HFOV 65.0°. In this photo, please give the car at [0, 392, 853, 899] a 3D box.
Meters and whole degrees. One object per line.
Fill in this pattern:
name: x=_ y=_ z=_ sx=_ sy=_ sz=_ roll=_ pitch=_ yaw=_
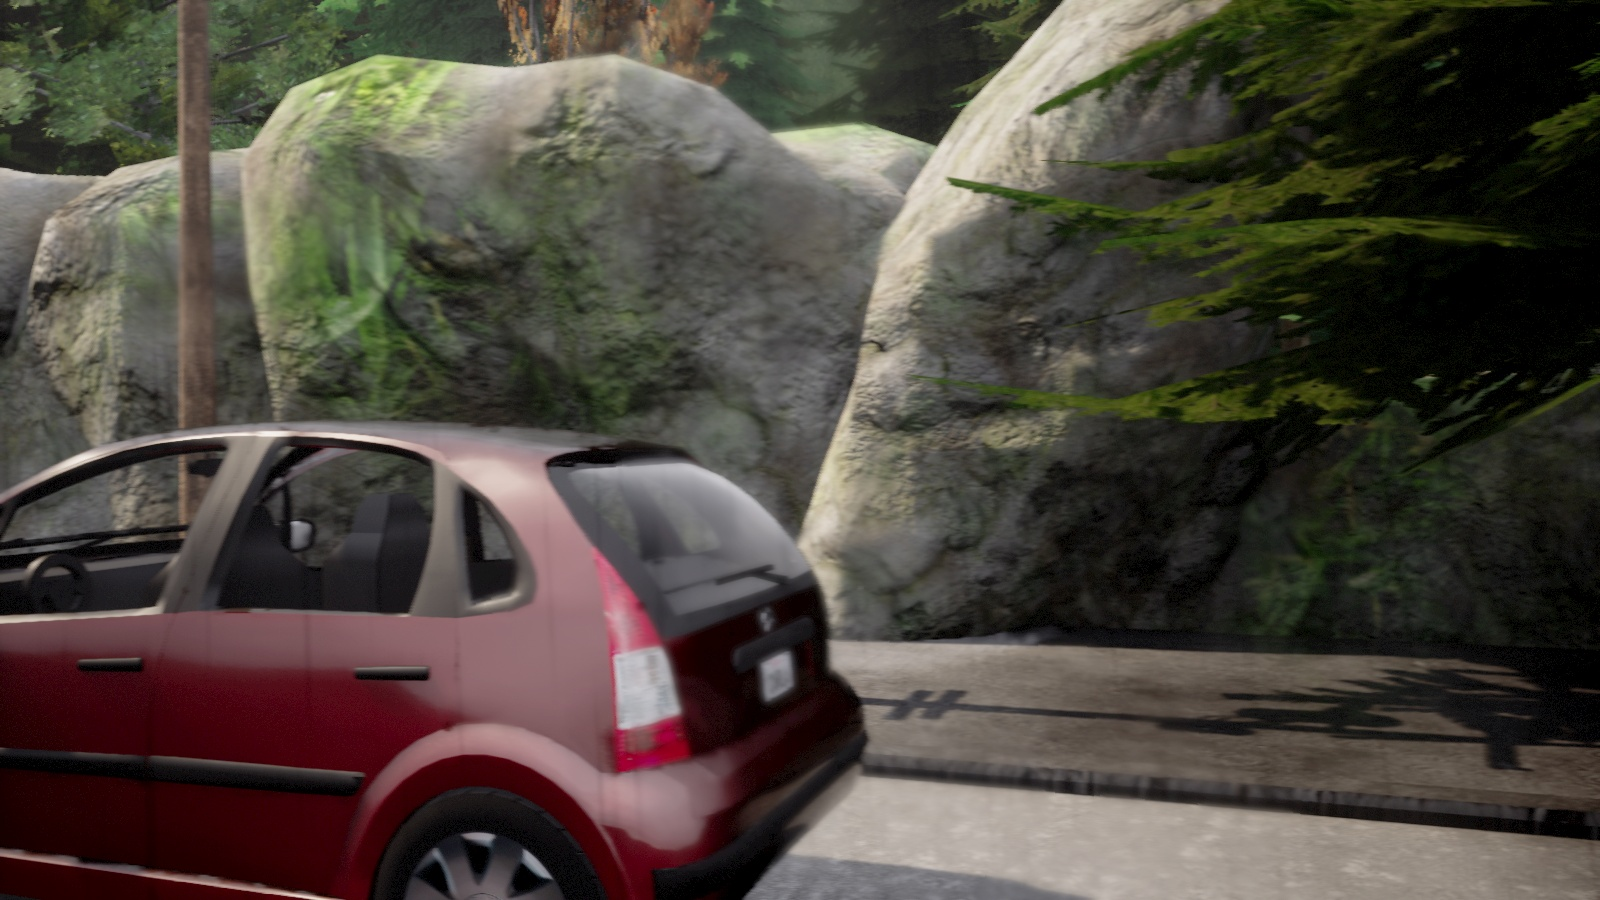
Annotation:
car: x=-1.994 y=0.647 z=4.390 sx=3.988 sy=1.617 sz=1.851 roll=1 pitch=1 yaw=19
